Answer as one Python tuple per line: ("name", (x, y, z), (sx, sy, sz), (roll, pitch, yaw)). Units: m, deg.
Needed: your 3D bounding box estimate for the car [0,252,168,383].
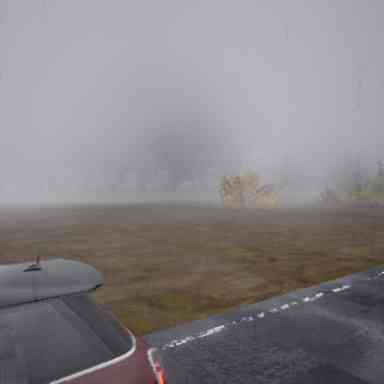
("car", (-2.349, 1.360, 1.768), (4.553, 1.767, 2.097), (0, 0, -36))
